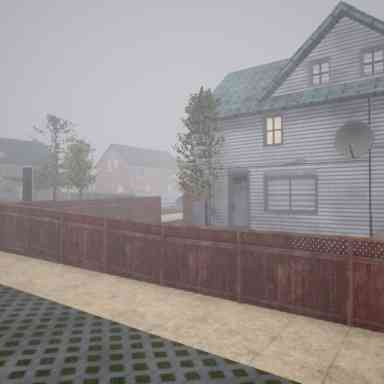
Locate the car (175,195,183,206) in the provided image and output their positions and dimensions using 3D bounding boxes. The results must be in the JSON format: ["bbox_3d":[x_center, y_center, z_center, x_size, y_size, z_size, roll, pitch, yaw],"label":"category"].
[{"bbox_3d":[0.089,0.587,37.467,2.097,1.767,4.553,-1,1,36],"label":"car"}]

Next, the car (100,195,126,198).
[{"bbox_3d":[-6.854,1.011,27.808,2.128,1.511,4.902,-1,1,36],"label":"car"}]

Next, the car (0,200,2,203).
[{"bbox_3d":[-13.665,1.018,18.702,2.150,2.045,5.566,-1,1,39],"label":"car"}]
